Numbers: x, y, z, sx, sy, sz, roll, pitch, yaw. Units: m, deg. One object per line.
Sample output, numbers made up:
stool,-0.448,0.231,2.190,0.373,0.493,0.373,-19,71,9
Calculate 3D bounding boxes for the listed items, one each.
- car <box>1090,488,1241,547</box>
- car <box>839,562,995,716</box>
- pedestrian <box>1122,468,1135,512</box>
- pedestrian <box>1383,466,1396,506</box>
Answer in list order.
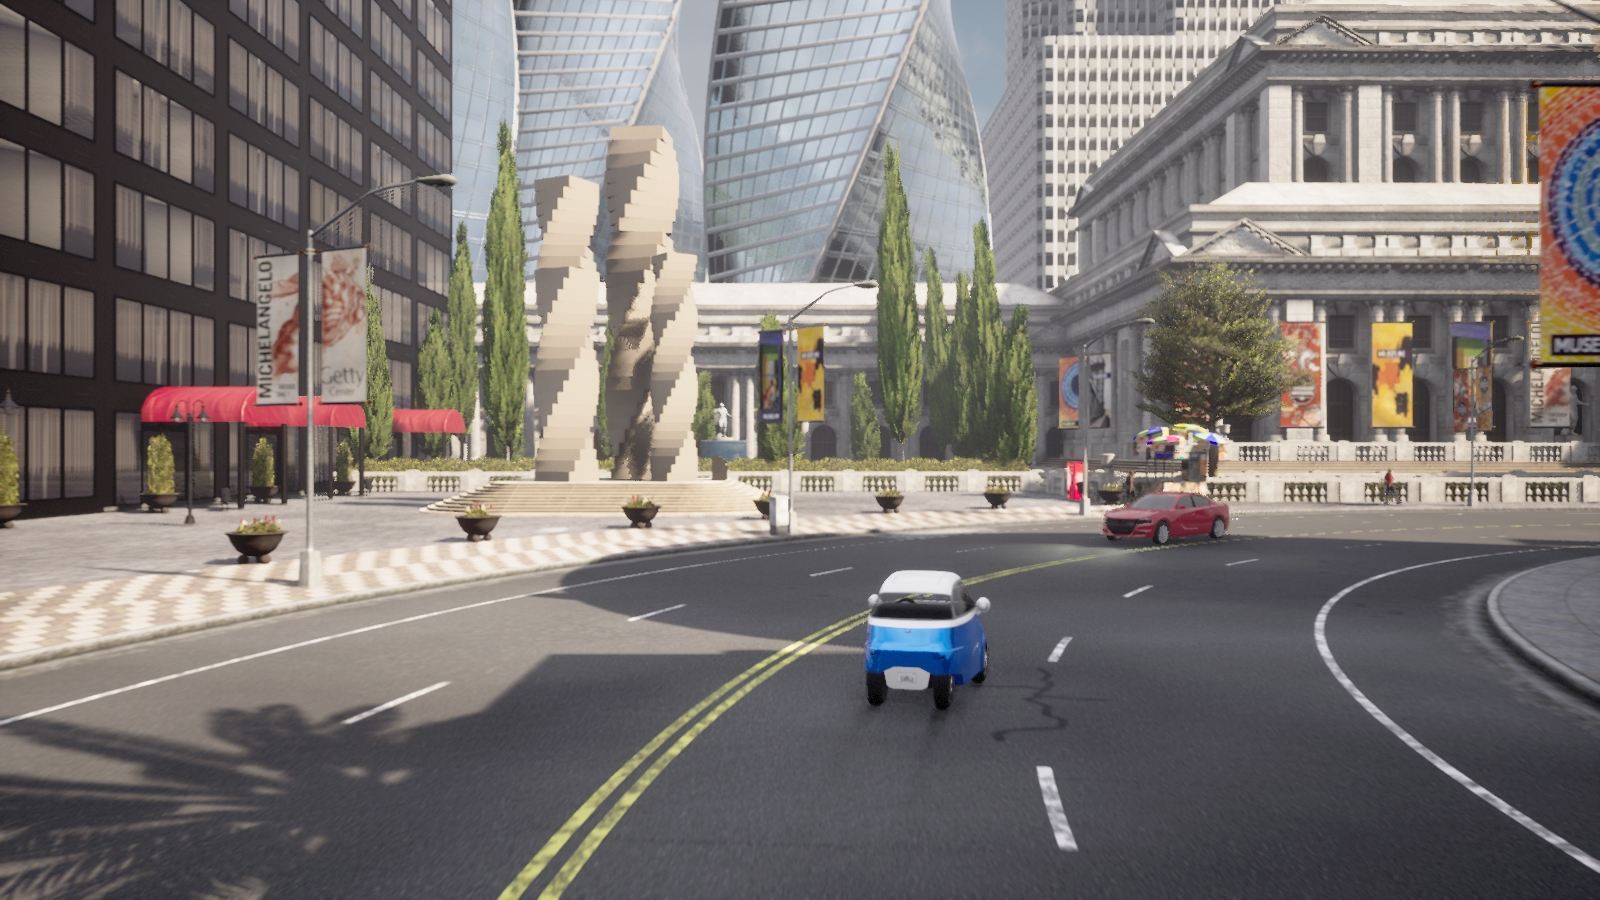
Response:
car,11.436,2.040,35.625,5.006,1.535,2.097,0,0,-39
car,1.426,2.122,13.341,1.481,1.376,2.207,0,0,15
pedestrian,13.996,1.703,48.648,0.375,1.860,0.375,0,0,-19
pedestrian,27.841,1.704,53.975,0.375,1.860,0.375,0,0,-11
